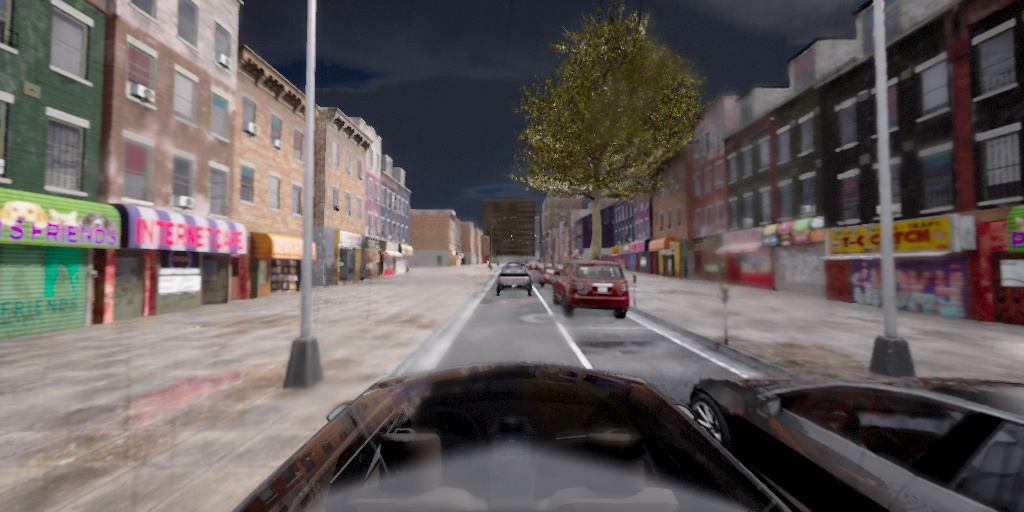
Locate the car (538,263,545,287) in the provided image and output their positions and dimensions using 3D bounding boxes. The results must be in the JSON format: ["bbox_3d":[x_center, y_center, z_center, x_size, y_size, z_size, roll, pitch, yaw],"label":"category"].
[{"bbox_3d":[2.645,1.363,24.083,1.802,1.307,4.207,0,0,0],"label":"car"}]

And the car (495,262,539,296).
[{"bbox_3d":[0.104,1.263,19.754,2.128,1.511,4.902,0,0,0],"label":"car"}]

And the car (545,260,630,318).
[{"bbox_3d":[2.644,1.076,12.977,2.192,1.841,5.009,0,0,0],"label":"car"}]

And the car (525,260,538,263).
[{"bbox_3d":[2.649,1.294,46.297,1.967,1.591,4.097,0,0,0],"label":"car"}]

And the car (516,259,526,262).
[{"bbox_3d":[0.124,1.339,35.369,1.812,1.442,4.674,0,0,0],"label":"car"}]

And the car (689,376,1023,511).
[{"bbox_3d":[2.642,1.316,1.870,1.948,1.339,4.313,0,0,0],"label":"car"}]
